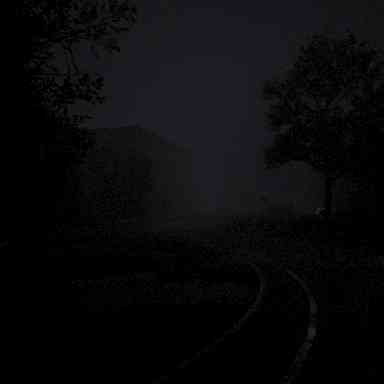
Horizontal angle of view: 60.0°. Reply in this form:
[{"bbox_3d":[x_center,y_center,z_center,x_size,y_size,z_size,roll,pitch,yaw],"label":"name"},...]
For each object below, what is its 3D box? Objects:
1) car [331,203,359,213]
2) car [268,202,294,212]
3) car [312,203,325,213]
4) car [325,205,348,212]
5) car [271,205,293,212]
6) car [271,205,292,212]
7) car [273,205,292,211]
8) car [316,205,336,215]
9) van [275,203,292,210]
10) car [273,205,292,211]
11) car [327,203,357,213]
[{"bbox_3d":[30.751,3.367,66.587,4.553,1.767,2.185,0,-1,16],"label":"car"},{"bbox_3d":[19.512,3.386,72.787,5.566,2.045,2.435,0,-2,17],"label":"car"},{"bbox_3d":[25.383,3.461,65.530,2.128,1.511,4.902,0,-2,17],"label":"car"},{"bbox_3d":[34.823,3.918,80.104,4.892,1.521,2.231,0,-2,16],"label":"car"},{"bbox_3d":[21.141,3.805,78.189,5.008,1.535,2.097,0,-2,17],"label":"car"},{"bbox_3d":[20.339,3.761,75.478,4.674,1.452,2.002,0,-2,17],"label":"car"},{"bbox_3d":[24.335,4.160,89.025,4.792,1.488,2.163,0,-2,17],"label":"car"},{"bbox_3d":[22.804,3.274,56.766,1.895,1.301,4.718,0,-2,17],"label":"car"},{"bbox_3d":[25.280,3.985,91.699,4.442,1.987,1.878,0,-2,17],"label":"van"},{"bbox_3d":[23.562,4.090,86.308,4.674,1.452,2.002,0,-2,17],"label":"car"},{"bbox_3d":[32.429,3.422,72.119,5.566,2.045,2.435,0,-2,17],"label":"car"}]
